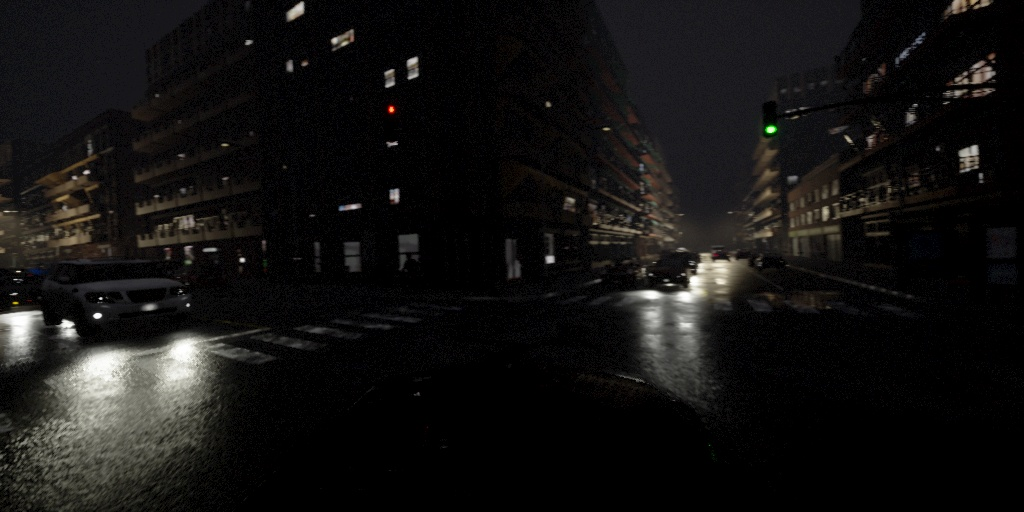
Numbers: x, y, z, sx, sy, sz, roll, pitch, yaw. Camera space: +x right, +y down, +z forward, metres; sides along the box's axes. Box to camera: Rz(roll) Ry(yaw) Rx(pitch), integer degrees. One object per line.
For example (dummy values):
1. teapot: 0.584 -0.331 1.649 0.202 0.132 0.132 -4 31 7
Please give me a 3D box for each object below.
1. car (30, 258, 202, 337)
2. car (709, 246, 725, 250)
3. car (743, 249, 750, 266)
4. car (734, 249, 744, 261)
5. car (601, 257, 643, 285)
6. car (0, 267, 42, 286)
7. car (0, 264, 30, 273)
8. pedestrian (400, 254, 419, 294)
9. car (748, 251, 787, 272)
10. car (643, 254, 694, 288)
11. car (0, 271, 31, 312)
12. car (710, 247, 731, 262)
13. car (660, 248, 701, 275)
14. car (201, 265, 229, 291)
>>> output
1. car: -12.397 1.092 11.148 5.566 2.045 2.150 -1 1 28
2. car: 30.877 -0.518 53.647 2.150 2.045 5.566 -2 0 29
3. car: 22.048 0.277 31.866 1.888 1.381 4.507 0 0 29
4. car: 30.172 -0.227 46.700 1.967 1.591 4.097 0 0 29
5. car: 6.583 0.817 21.068 1.967 1.591 4.097 0 0 29
6. car: -43.596 1.766 31.405 5.357 1.411 2.033 -1 1 28
7. car: -30.026 1.460 20.550 4.553 1.767 2.097 -1 1 28
8. pedestrian: -4.441 0.729 15.608 0.375 1.860 0.375 -2 0 28
9. car: 19.340 0.416 26.923 2.007 1.370 4.403 0 0 29
10. car: 8.499 0.844 19.226 1.812 1.442 4.674 -2 0 29
11. car: -21.164 1.553 15.833 4.181 1.385 1.994 -1 1 28
12. car: 26.160 0.019 44.859 1.812 1.442 4.674 -2 0 29
13. car: 12.791 0.459 27.061 2.097 1.767 4.553 -2 0 29
14. car: -18.609 1.263 21.046 4.097 1.591 1.967 0 0 28
